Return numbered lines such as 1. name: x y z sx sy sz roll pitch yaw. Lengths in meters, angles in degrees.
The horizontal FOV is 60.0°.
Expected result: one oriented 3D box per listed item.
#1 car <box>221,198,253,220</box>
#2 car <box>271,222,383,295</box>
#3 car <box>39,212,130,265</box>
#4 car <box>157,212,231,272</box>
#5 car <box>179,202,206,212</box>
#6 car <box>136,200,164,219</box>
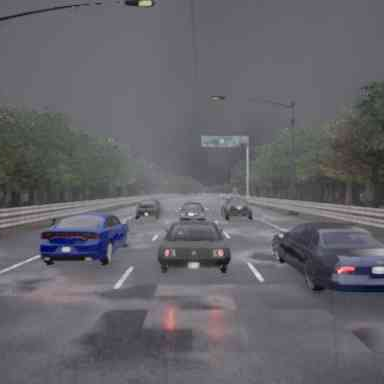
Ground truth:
1. car: 3.569 1.238 27.176 2.097 1.767 4.553 0 0 0
2. car: 3.546 1.507 8.759 2.033 1.411 5.357 0 0 1
3. car: -3.434 1.426 11.551 1.882 1.535 5.008 0 0 0
4. car: 0.060 1.553 10.586 1.895 1.301 4.718 0 0 0
5. car: 0.048 1.447 23.771 2.033 1.411 5.357 0 0 1
6. car: -3.428 1.393 27.574 1.837 1.490 4.892 0 1 0
